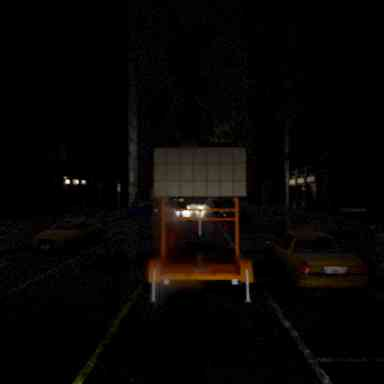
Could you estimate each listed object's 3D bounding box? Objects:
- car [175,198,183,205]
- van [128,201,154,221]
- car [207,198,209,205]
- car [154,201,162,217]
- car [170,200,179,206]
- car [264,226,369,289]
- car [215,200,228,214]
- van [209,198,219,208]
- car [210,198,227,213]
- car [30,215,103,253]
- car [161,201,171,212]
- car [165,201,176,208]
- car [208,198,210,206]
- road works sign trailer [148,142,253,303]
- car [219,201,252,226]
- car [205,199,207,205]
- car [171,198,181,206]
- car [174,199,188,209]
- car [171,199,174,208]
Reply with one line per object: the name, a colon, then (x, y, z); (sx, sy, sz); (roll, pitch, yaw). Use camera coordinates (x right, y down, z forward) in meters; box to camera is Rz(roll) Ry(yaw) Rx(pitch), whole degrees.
car: (-3.644, 2.611, 93.823); (2.192, 1.841, 5.009); (0, -1, 1)
van: (-4.958, 1.750, 31.815); (1.690, 1.788, 3.998); (0, -1, 1)
car: (4.163, 2.178, 59.807); (1.967, 1.590, 4.097); (0, -1, 1)
car: (-4.838, 2.047, 37.449); (1.947, 1.339, 4.313); (0, -1, 1)
car: (-4.005, 2.552, 76.740); (1.752, 1.417, 4.829); (0, -1, 1)
car: (3.098, 1.616, 9.269); (1.752, 1.417, 4.829); (0, 0, 2)
car: (3.565, 1.796, 31.618); (1.967, 1.590, 4.097); (0, -1, 1)
van: (4.282, 2.157, 65.446); (1.690, 1.788, 3.998); (0, -1, 1)
car: (3.803, 1.819, 42.896); (2.192, 1.841, 5.009); (0, -1, 1)
car: (-5.322, 1.729, 14.693); (1.752, 1.417, 4.829); (0, 0, 2)
car: (-4.600, 2.075, 48.726); (1.967, 1.590, 4.097); (0, -1, 1)
car: (-4.240, 2.450, 65.635); (1.802, 1.307, 4.206); (0, -1, 1)
car: (3.922, 1.897, 48.533); (2.192, 1.841, 5.009); (0, -1, 1)
road works sign trailer: (0.207, 0.563, 8.452); (2.380, 3.560, 2.880); (0, -1, 1)
car: (3.445, 1.725, 25.981); (1.967, 1.590, 4.097); (0, -1, 1)
car: (4.522, 2.559, 76.719); (1.802, 1.307, 4.206); (0, -1, 1)
car: (-3.884, 2.432, 82.549); (2.192, 1.841, 5.009); (0, -1, 1)
car: (-1.770, 2.216, 56.344); (2.128, 1.511, 4.902); (0, -1, 1)
car: (-4.480, 2.257, 54.361); (1.887, 1.381, 4.507); (0, -1, 1)
